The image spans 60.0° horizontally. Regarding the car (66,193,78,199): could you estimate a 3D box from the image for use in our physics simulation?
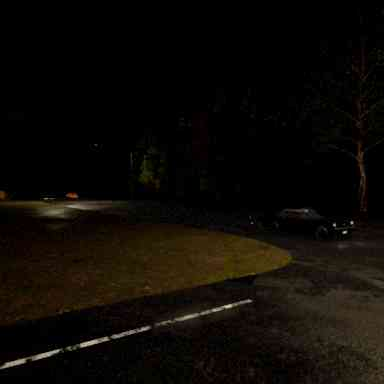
[{"bbox_3d":[-29.463,0.940,81.793,1.882,1.535,5.008,0,0,-34],"label":"car"}]

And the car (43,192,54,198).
[{"bbox_3d":[-37.314,0.758,86.682,2.097,1.767,4.553,0,0,-28],"label":"car"}]

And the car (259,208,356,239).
[{"bbox_3d":[5.823,1.539,17.217,1.895,1.301,4.718,0,1,-34],"label":"car"}]
